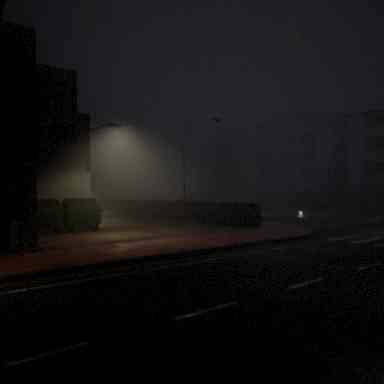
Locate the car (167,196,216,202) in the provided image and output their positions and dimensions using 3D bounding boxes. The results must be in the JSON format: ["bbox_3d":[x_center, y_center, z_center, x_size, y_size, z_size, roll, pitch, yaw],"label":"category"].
[{"bbox_3d":[-0.129,1.316,34.087,1.882,1.535,5.008,-1,0,-36],"label":"car"}]

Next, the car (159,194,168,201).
[{"bbox_3d":[-5.897,1.108,59.520,2.097,1.767,4.553,-1,0,-41],"label":"car"}]

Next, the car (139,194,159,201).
[{"bbox_3d":[-8.026,1.347,56.697,1.994,1.385,4.181,-1,0,-40],"label":"car"}]

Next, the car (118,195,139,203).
[{"bbox_3d":[-12.650,1.333,66.136,4.181,1.385,1.994,0,0,38],"label":"car"}]

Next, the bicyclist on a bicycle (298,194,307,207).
[{"bbox_3d":[13.343,1.020,40.148,1.656,1.620,0.582,-1,1,-36],"label":"bicyclist on a bicycle"}]

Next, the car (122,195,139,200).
[{"bbox_3d":[-11.229,1.320,55.087,1.837,1.490,4.892,0,0,-40],"label":"car"}]

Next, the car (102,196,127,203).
[{"bbox_3d":[-14.863,1.398,63.416,4.718,1.301,1.895,0,0,34],"label":"car"}]

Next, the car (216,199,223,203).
[{"bbox_3d":[1.920,1.301,37.233,2.128,1.511,4.902,-1,0,-36],"label":"car"}]

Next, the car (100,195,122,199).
[{"bbox_3d":[-13.284,1.405,52.068,1.994,1.385,4.181,-1,0,-40],"label":"car"}]
